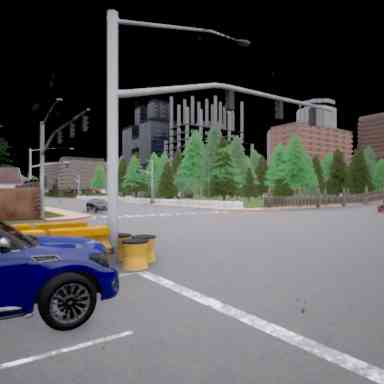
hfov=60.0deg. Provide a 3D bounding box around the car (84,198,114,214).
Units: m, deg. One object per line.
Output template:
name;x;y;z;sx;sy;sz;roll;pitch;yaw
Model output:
car;-10.394;1.501;36.992;1.837;1.490;4.892;0;0;-33

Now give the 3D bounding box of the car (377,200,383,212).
car;22.816;1.330;37.411;4.553;1.767;2.097;0;0;-35

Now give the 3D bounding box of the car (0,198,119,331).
car;-3.995;1.222;5.213;5.566;2.045;2.150;0;0;-35
